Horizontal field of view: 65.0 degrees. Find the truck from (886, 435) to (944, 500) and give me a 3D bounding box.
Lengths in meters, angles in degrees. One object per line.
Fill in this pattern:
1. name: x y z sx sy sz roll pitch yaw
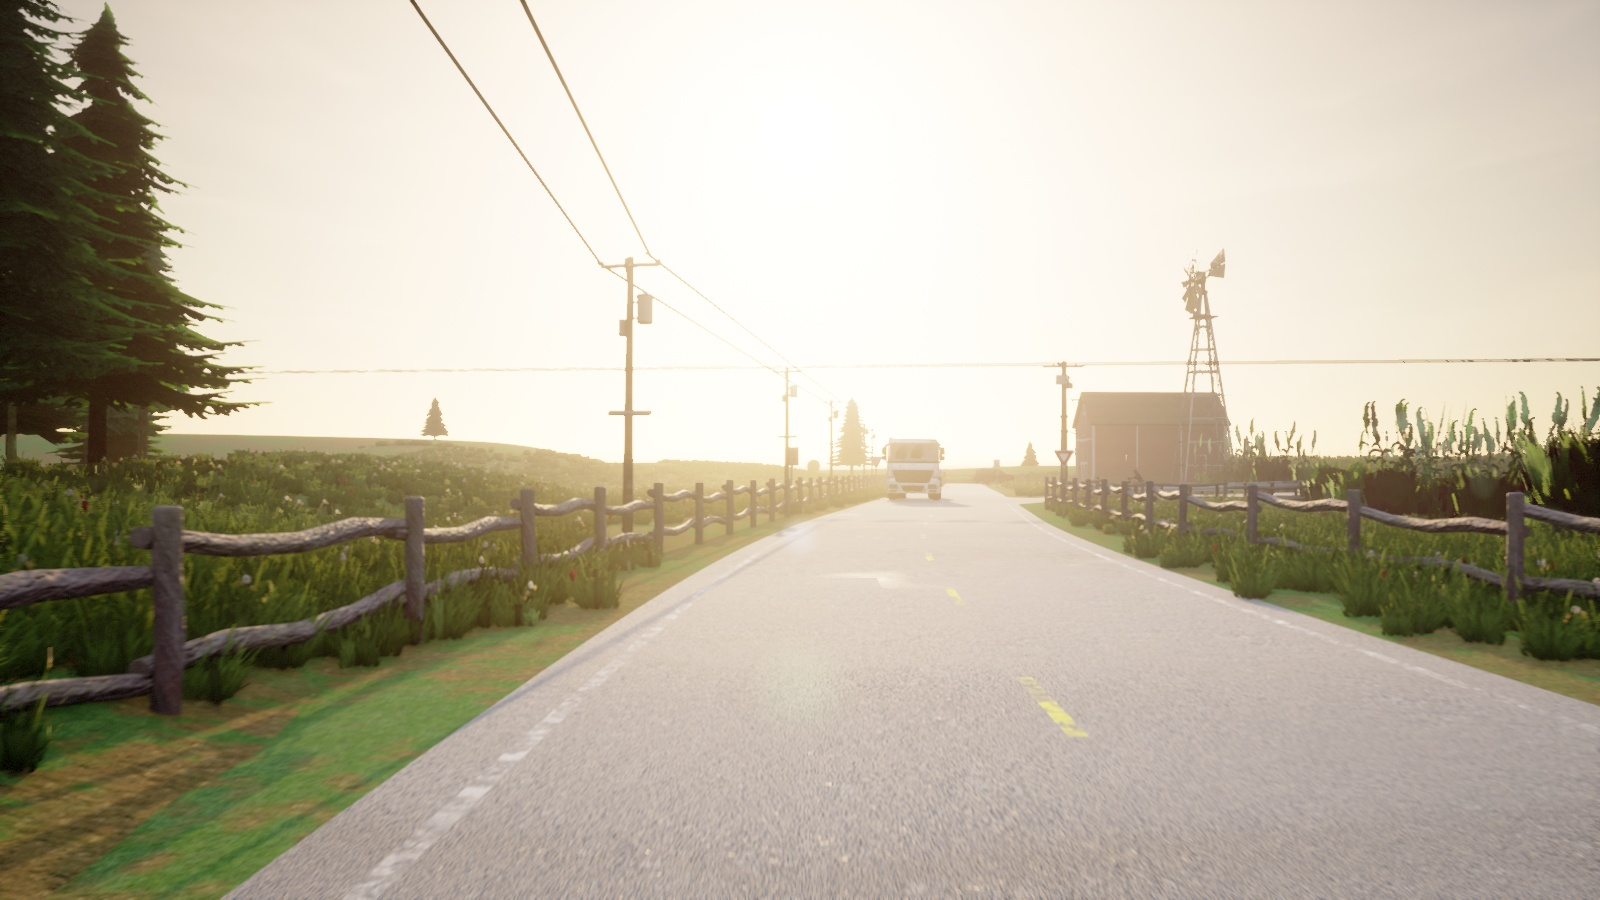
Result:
1. truck: 6.533 0.990 70.688 2.891 3.462 7.936 0 -1 8
